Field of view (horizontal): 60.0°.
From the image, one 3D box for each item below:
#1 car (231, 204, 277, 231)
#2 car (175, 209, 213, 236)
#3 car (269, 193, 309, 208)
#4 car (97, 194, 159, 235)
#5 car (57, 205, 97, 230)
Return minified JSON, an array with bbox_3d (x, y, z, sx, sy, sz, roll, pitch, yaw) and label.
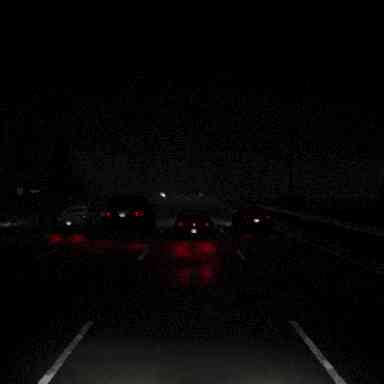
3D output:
[{"bbox_3d":[3.598,1.565,20.514,1.994,1.385,4.181,0,0,0],"label":"car"},{"bbox_3d":[0.097,1.602,18.334,1.895,1.301,4.718,0,0,0],"label":"car"},{"bbox_3d":[13.862,1.224,47.588,5.566,2.045,2.150,0,0,42],"label":"car"},{"bbox_3d":[-3.403,1.222,18.919,2.150,2.045,5.566,0,0,0],"label":"car"},{"bbox_3d":[-6.903,1.526,20.918,1.812,1.442,4.674,0,0,0],"label":"car"}]
